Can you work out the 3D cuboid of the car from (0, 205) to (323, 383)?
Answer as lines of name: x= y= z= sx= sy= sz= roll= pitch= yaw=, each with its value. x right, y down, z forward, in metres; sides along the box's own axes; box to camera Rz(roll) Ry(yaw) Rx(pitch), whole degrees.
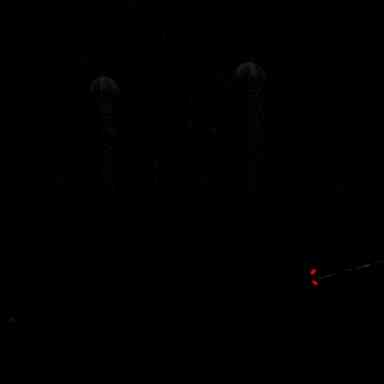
car: x=-1.040 y=1.211 z=3.252 sx=5.566 sy=2.045 sz=2.150 roll=-1 pitch=0 yaw=-36
